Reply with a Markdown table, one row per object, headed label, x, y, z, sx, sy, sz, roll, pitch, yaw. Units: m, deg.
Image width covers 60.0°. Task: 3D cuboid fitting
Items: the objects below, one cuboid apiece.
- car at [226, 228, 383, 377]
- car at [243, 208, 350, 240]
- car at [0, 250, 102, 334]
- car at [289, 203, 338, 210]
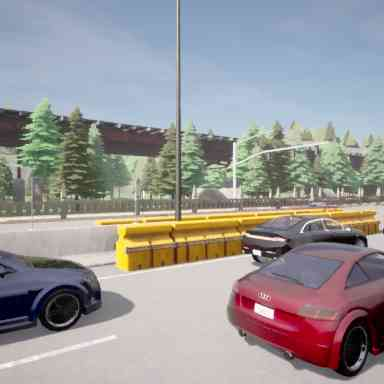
| label | x | y | z | sx | sy | sz | roll | pitch | yaw |
| --- | --- | --- | --- | --- | --- | --- | --- | --- | --- |
| car | 2.603 | 1.564 | 5.616 | 4.181 | 1.385 | 1.994 | 0 | 0 | -35 |
| car | 3.796 | 1.491 | 10.762 | 4.902 | 1.511 | 2.128 | 0 | 0 | -36 |
| car | -3.664 | 1.564 | 5.429 | 4.181 | 1.385 | 1.994 | 0 | 0 | -36 |
| car | 10.454 | 1.601 | 28.676 | 4.718 | 1.301 | 1.895 | 0 | 0 | -36 |
